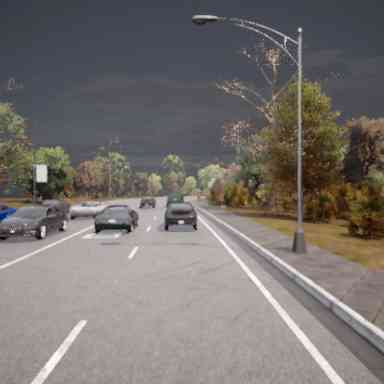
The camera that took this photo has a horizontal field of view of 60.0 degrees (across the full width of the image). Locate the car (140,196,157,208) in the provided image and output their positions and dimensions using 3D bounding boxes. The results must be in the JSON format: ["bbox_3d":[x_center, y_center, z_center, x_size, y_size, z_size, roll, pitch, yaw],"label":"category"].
[{"bbox_3d":[-5.603,1.273,42.831,1.837,1.490,4.892,0,1,-3],"label":"car"}]

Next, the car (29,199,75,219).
[{"bbox_3d":[-11.811,1.364,28.499,2.033,1.411,5.357,0,0,-3],"label":"car"}]

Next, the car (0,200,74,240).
[{"bbox_3d":[-7.626,1.385,16.363,1.837,1.490,4.892,0,0,-2],"label":"car"}]

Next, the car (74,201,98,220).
[{"bbox_3d":[-8.187,1.422,26.561,1.895,1.301,4.718,0,0,-3],"label":"car"}]

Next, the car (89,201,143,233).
[{"bbox_3d":[-4.144,1.423,18.794,1.994,1.385,4.181,0,0,-3],"label":"car"}]

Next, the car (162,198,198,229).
[{"bbox_3d":[-0.710,1.350,20.145,1.837,1.490,4.892,0,0,-3],"label":"car"}]

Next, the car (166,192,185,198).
[{"bbox_3d":[-2.107,0.983,42.977,2.150,2.045,5.566,0,0,-3],"label":"car"}]
